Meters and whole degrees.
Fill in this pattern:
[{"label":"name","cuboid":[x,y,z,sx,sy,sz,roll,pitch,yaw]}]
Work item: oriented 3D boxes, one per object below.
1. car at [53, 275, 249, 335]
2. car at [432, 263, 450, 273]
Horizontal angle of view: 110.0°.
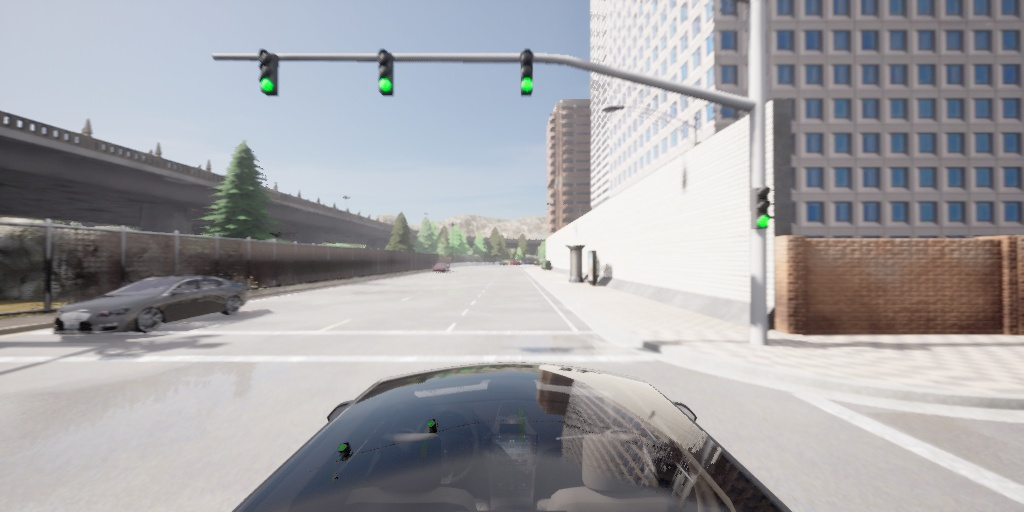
[{"label":"car","cuboid":[-10.506,1.368,11.010,2.128,1.511,4.902,0,0,0]},{"label":"car","cuboid":[-10.495,1.766,53.364,1.882,1.535,5.008,0,1,0]}]
